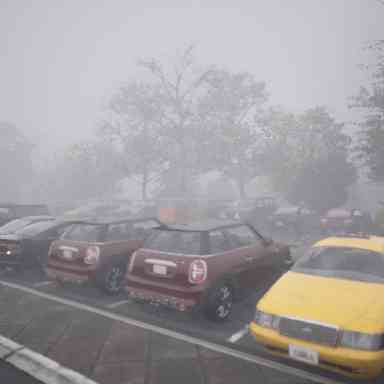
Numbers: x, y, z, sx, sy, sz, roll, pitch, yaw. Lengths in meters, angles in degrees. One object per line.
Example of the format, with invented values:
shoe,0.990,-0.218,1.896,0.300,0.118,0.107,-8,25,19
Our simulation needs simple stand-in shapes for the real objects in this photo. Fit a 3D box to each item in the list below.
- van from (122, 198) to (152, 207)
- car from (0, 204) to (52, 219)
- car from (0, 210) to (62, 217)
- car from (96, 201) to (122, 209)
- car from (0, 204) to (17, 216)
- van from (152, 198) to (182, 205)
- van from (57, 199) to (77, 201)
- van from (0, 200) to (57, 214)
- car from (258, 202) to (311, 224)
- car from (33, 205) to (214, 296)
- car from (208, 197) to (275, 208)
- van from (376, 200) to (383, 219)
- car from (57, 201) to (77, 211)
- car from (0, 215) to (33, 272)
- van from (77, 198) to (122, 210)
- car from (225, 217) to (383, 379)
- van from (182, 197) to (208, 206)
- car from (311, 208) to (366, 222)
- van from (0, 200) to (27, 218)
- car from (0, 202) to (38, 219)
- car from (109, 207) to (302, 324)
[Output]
van,-3.057,1.445,26.344,1.878,1.987,4.442,-1,-1,36
car,-18.733,2.154,37.698,2.097,1.535,5.008,-2,-1,36
car,-6.096,1.659,12.582,2.002,1.452,4.674,-1,0,36
car,-5.113,1.723,27.965,2.097,1.535,5.008,-2,-1,36
car,-25.389,2.366,42.459,2.231,1.521,4.892,-2,-1,36
van,-0.561,1.417,24.844,1.878,1.987,4.442,-1,0,36
van,-11.808,1.711,32.893,1.878,1.987,4.442,-2,-1,36
van,-8.425,1.419,14.102,1.878,1.987,4.442,-1,0,36
car,6.128,1.562,19.908,2.097,1.535,5.008,-1,0,36
car,-1.602,1.439,9.324,2.185,1.767,4.553,-1,0,36
car,3.759,1.339,21.576,2.435,2.045,5.566,-1,0,36
van,10.601,1.284,16.858,1.878,1.987,4.442,-1,0,36
car,-9.726,1.862,31.033,1.946,1.575,5.366,-2,-1,36
car,-3.844,1.591,10.960,2.097,1.535,5.008,-1,0,36
van,-7.441,1.568,29.481,1.878,1.987,4.442,-2,-1,36
car,2.825,1.508,5.967,1.946,1.575,5.366,-1,0,36
van,1.590,1.391,23.306,1.878,1.987,4.442,-1,0,36
car,8.384,1.576,18.298,2.002,1.452,4.674,-1,0,36
van,-23.069,2.067,40.951,1.878,1.987,4.442,-2,-1,36
car,-20.902,2.096,39.218,2.185,1.767,4.553,-2,-1,36
car,0.656,1.412,7.709,2.185,1.767,4.553,-1,0,36
